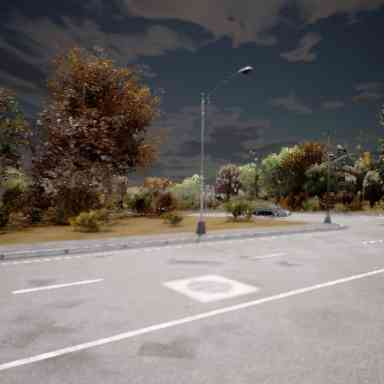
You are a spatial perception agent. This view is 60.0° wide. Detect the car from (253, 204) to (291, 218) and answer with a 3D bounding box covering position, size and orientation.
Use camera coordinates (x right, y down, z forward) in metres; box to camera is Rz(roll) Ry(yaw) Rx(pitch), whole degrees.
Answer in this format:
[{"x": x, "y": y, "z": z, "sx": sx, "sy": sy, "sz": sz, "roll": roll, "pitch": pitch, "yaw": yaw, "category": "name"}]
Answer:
[{"x": 8.647, "y": 2.098, "z": 36.627, "sx": 2.128, "sy": 1.511, "sz": 4.902, "roll": 1, "pitch": -1, "yaw": -32, "category": "car"}]
